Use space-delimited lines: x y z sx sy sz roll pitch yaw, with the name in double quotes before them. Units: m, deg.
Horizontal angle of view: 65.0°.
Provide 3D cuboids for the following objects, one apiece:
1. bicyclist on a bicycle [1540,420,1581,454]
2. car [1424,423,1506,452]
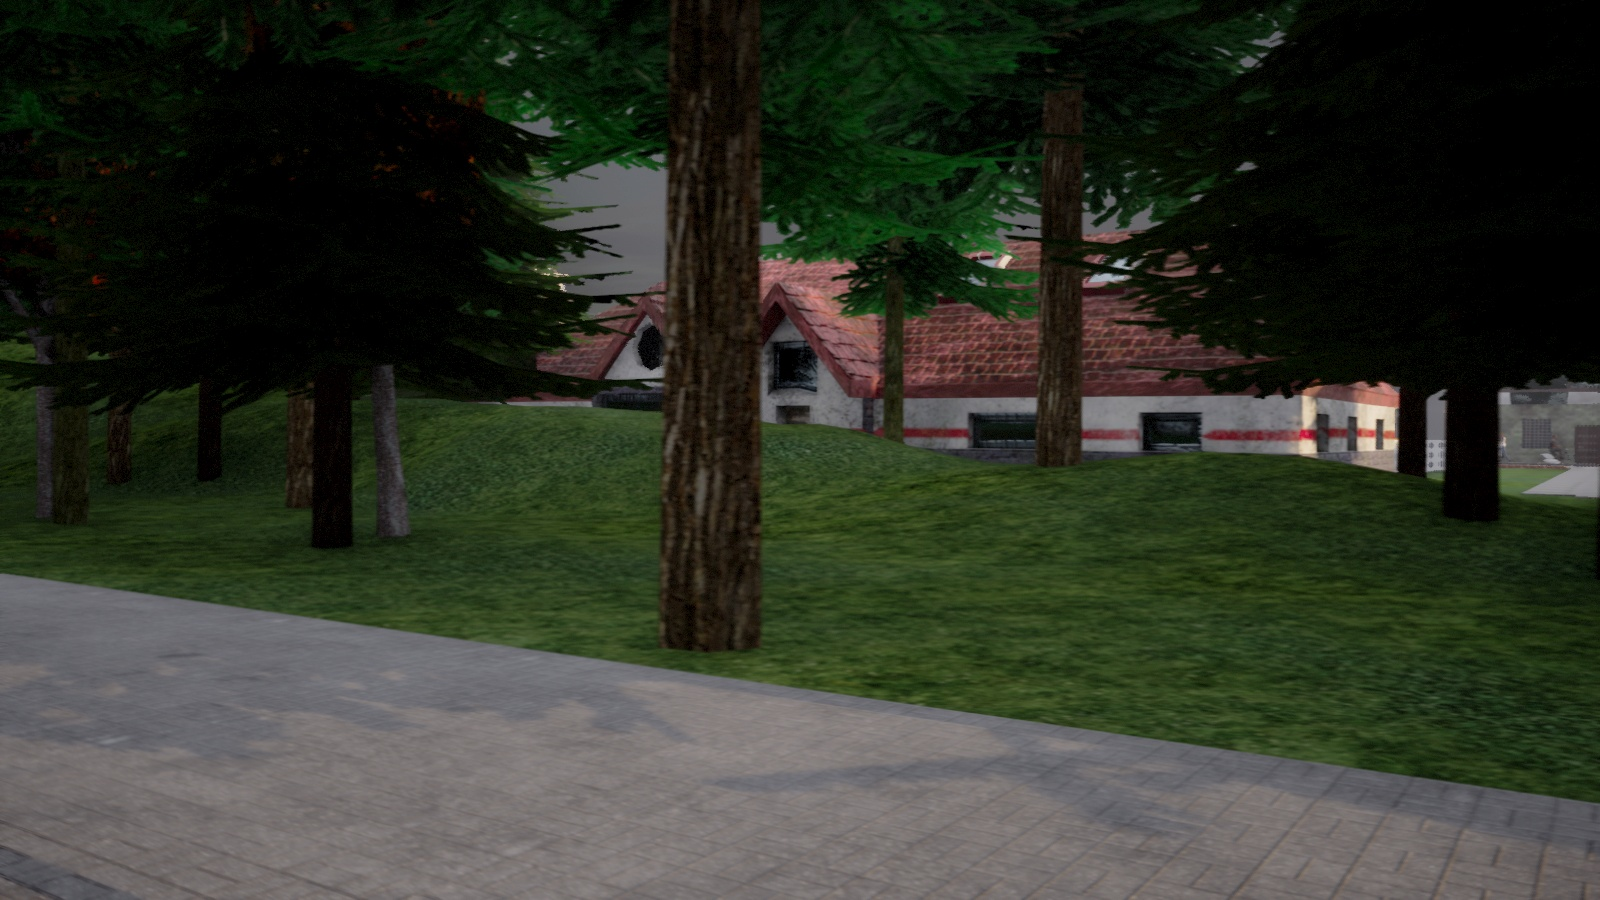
"bicyclist on a bicycle" 40.270 -0.671 66.509 1.843 1.776 0.659 0 1 34
"car" 38.412 -0.709 72.545 3.988 1.617 1.851 0 1 34
